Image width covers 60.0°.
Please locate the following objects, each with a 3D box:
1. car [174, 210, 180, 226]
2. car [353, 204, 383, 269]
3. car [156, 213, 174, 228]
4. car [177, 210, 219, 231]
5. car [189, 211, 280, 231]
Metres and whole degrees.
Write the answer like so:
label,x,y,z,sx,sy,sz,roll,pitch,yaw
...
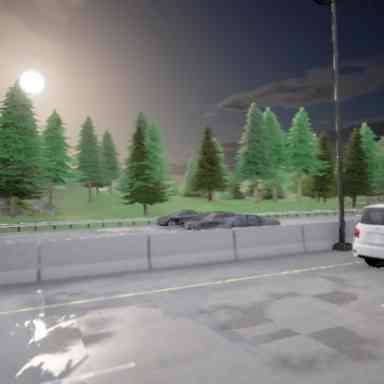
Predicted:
label,x,y,z,sx,sy,sz,roll,pitch,yaw
car,1.639,2.284,27.103,5.357,1.411,2.033,-1,-2,-25
car,7.591,1.335,10.383,5.566,2.045,2.150,-1,-2,-25
car,-0.820,2.380,29.820,4.892,1.490,1.837,-1,-2,-25
car,1.786,2.130,23.320,4.892,1.490,1.837,-1,-2,-25
car,2.823,2.052,19.947,5.357,1.411,2.033,-1,-2,-25
